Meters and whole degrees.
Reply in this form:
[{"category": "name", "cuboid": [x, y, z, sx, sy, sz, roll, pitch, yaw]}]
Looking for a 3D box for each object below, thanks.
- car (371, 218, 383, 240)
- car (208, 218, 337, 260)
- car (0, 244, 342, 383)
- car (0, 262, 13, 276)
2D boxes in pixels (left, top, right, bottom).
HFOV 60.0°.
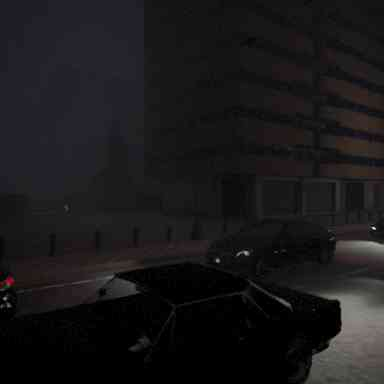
[{"category": "car", "cuboid": [7.423, 1.499, 9.366, 4.902, 1.511, 2.128, 0, 0, -36]}, {"category": "car", "cuboid": [2.576, 1.537, 10.170, 4.674, 1.442, 1.812, 0, 0, -36]}, {"category": "car", "cuboid": [-0.446, 1.606, 3.679, 4.718, 1.301, 1.895, 0, 0, -36]}, {"category": "car", "cuboid": [-4.878, 1.574, 4.806, 4.181, 1.385, 1.994, 0, 0, -36]}]
